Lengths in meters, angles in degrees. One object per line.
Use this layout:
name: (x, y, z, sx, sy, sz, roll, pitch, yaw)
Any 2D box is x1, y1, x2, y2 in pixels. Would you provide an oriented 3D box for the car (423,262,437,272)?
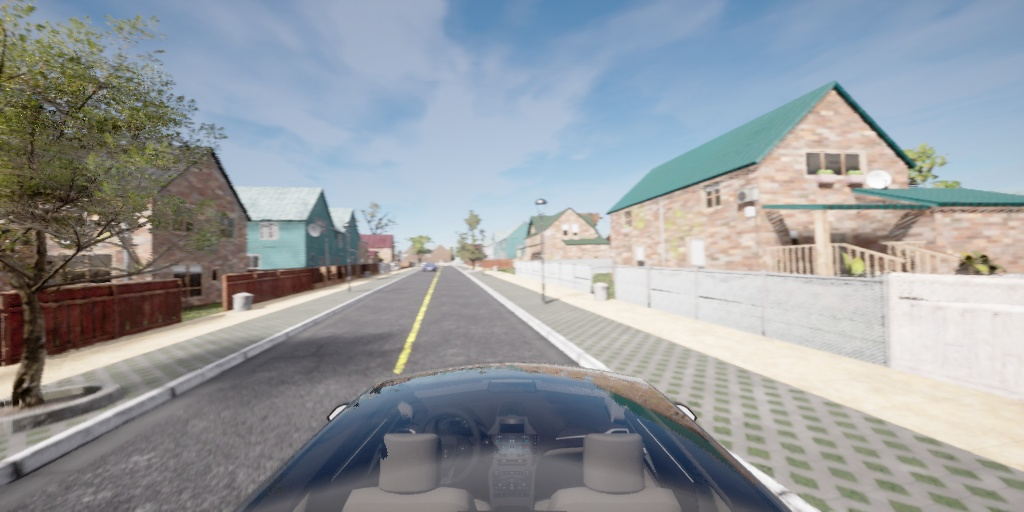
car: (-12.461, 1.666, 54.563, 1.812, 1.442, 4.674, -2, 0, -11)
